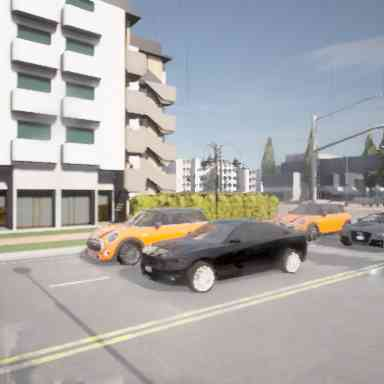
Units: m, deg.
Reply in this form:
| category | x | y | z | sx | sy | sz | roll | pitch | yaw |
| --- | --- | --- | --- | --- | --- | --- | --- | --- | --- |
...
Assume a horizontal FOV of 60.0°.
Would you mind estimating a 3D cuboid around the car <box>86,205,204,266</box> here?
| category | x | y | z | sx | sy | sz | roll | pitch | yaw |
| --- | --- | --- | --- | --- | --- | --- | --- | --- | --- |
| car | -1.287 | 1.357 | 11.647 | 4.553 | 1.767 | 2.097 | 0 | 0 | -35 |

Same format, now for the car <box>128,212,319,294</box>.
| category | x | y | z | sx | sy | sz | roll | pitch | yaw |
| --- | --- | --- | --- | --- | --- | --- | --- | --- | --- |
| car | 1.045 | 1.483 | 9.012 | 5.008 | 1.535 | 1.882 | 0 | 0 | -35 |

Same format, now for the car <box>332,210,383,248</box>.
| category | x | y | z | sx | sy | sz | roll | pitch | yaw |
| --- | --- | --- | --- | --- | --- | --- | --- | --- | --- |
| car | 8.085 | 1.576 | 13.937 | 4.181 | 1.385 | 1.994 | 0 | 0 | -36 |

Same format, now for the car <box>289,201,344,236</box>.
| category | x | y | z | sx | sy | sz | roll | pitch | yaw |
| --- | --- | --- | --- | --- | --- | --- | --- | --- | --- |
| car | 6.077 | 1.365 | 16.804 | 4.553 | 1.767 | 2.097 | 0 | 0 | -36 |
